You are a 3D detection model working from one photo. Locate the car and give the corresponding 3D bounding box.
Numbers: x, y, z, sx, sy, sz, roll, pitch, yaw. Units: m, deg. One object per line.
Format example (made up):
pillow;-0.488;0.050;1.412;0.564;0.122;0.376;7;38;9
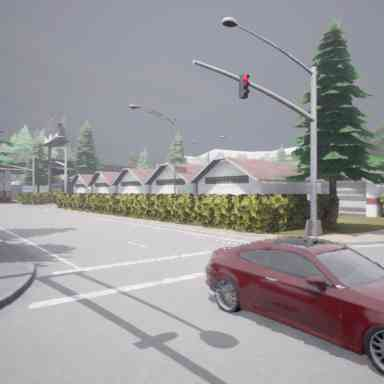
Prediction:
car;2.125;1.582;5.699;1.812;1.442;4.674;0;1;-38
